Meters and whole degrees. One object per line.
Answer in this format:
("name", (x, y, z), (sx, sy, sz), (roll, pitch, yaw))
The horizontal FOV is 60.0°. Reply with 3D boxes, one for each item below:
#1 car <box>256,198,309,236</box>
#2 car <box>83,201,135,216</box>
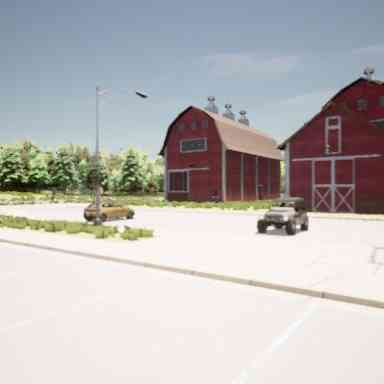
("car", (5.108, 1.263, 18.393), (1.905, 1.878, 3.866), (0, 0, 35))
("car", (-6.300, 1.445, 25.603), (1.816, 1.474, 4.193), (0, 0, 35))
